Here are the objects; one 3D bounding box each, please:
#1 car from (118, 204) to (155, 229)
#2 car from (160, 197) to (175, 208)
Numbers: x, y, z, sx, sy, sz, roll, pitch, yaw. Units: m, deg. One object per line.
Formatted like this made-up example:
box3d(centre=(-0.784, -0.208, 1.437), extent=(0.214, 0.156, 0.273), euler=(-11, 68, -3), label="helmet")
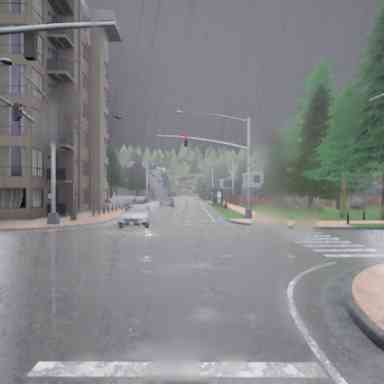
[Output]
box3d(centre=(-3.510, 1.530, 21.638), extent=(1.812, 1.442, 4.674), euler=(0, 0, 0), label="car")
box3d(centre=(-3.526, 1.477, 47.842), extent=(2.128, 1.511, 4.902), euler=(0, 0, 0), label="car")
